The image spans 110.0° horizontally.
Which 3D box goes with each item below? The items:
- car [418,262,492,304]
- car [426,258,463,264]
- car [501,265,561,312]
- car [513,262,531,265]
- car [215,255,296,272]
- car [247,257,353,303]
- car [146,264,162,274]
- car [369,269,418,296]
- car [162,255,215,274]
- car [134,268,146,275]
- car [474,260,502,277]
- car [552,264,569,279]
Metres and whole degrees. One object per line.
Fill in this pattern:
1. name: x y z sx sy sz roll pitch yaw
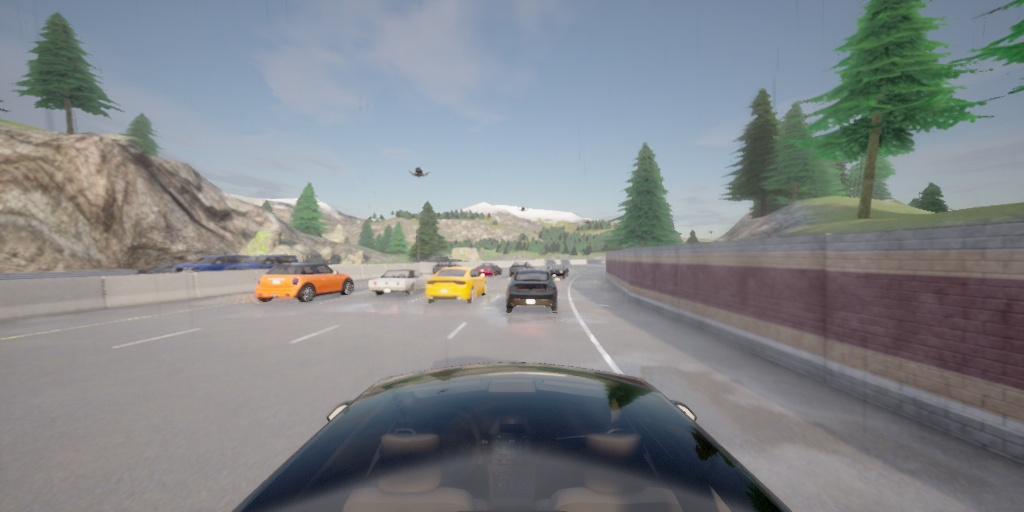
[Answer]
1. car: -2.406 1.240 16.607 1.882 1.535 5.008 0 0 6
2. car: -6.102 1.268 35.116 2.128 1.511 4.902 0 0 14
3. car: 0.862 1.275 14.322 1.837 1.490 4.892 0 0 6
4. car: 1.051 1.291 34.908 2.128 1.511 4.902 0 0 14
5. car: -18.733 0.946 27.217 2.150 2.045 5.566 0 0 10
6. car: -9.403 1.092 16.753 2.097 1.767 4.553 0 0 6
7. car: -25.537 1.209 28.730 1.837 1.490 4.892 0 0 10
8. car: -5.623 1.357 19.202 1.895 1.301 4.718 0 0 8
9. car: -22.292 0.934 27.117 2.150 2.045 5.566 0 0 10
10. car: -28.813 1.260 30.215 1.994 1.385 4.181 0 0 11
11. car: -2.318 1.354 35.822 1.994 1.385 4.181 0 0 14
12. car: 4.215 1.408 33.256 1.895 1.301 4.718 0 0 14
